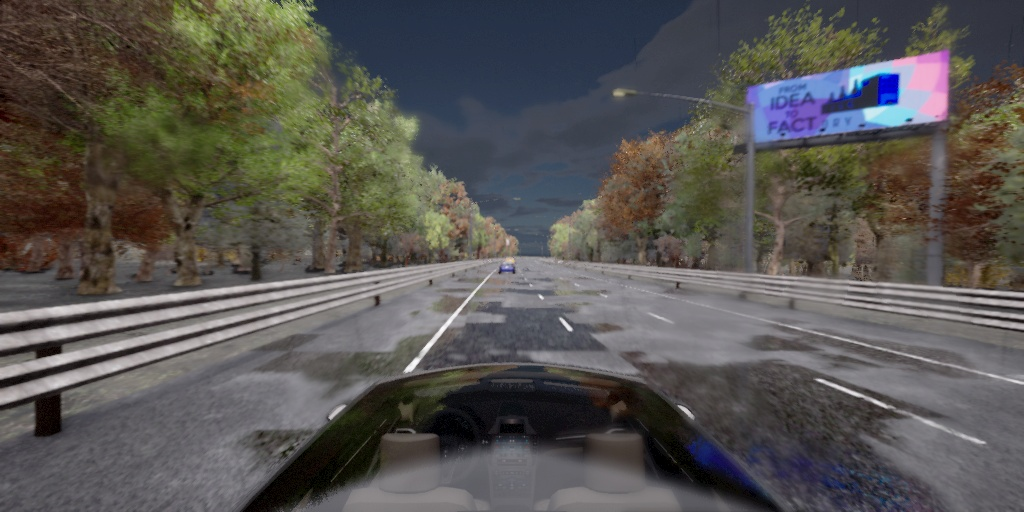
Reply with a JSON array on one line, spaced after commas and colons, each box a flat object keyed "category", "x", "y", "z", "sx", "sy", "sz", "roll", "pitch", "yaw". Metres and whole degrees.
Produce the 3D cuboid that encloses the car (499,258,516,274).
[{"category": "car", "x": -0.559, "y": 1.338, "z": 43.865, "sx": 2.163, "sy": 1.488, "sz": 4.792, "roll": 1, "pitch": 0, "yaw": 0}]
